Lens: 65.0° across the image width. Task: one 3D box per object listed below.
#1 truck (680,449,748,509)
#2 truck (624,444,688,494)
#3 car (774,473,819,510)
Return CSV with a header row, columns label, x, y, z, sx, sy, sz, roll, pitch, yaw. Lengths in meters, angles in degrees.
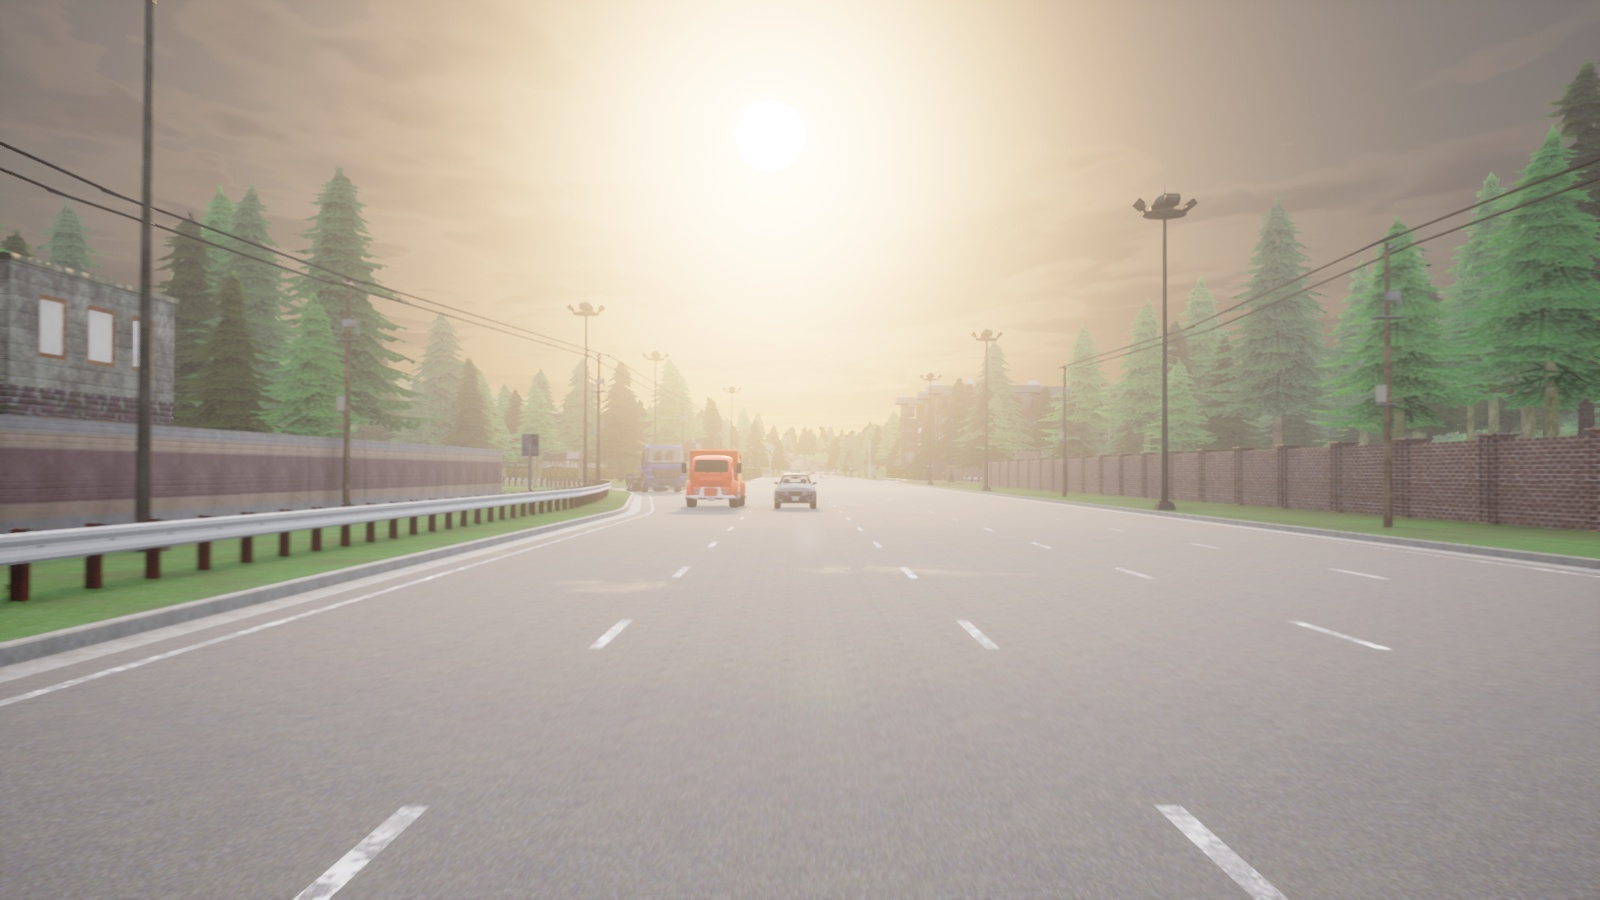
label,x,y,z,sx,sy,sz,roll,pitch,yaw
truck,-3.662,1.257,54.585,2.627,2.467,5.204,0,-1,0
truck,-10.580,1.410,91.703,2.891,3.462,7.936,0,-1,-20
car,-0.155,1.717,52.957,1.816,1.474,4.193,0,-1,0
